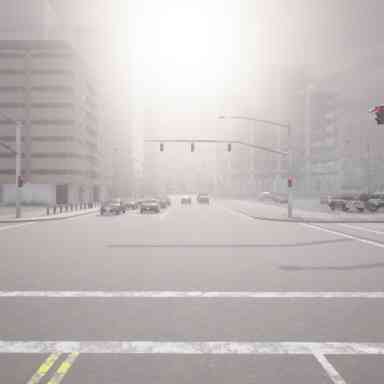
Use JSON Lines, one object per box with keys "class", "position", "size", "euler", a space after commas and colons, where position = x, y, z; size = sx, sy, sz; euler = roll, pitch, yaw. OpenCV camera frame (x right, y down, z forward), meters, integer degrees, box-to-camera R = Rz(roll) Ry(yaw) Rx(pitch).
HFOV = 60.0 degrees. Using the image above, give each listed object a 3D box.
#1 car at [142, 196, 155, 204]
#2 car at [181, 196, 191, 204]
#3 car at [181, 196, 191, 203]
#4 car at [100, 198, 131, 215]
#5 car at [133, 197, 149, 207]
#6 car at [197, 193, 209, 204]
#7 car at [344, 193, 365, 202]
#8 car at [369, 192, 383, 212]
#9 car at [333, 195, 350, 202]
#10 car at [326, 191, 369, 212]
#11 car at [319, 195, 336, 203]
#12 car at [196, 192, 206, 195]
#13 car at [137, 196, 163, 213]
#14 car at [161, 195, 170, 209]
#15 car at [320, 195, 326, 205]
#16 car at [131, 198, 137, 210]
{"class": "car", "position": [-8.241, 1.477, 63.488], "size": [1.882, 1.535, 5.008], "euler": [0, 0, 0]}
{"class": "car", "position": [-1.087, 1.491, 62.925], "size": [2.128, 1.511, 4.902], "euler": [0, 0, 0]}
{"class": "car", "position": [-1.241, 1.542, 72.660], "size": [2.033, 1.411, 5.357], "euler": [0, 0, 0]}
{"class": "car", "position": [-8.053, 1.491, 34.221], "size": [2.128, 1.511, 4.902], "euler": [0, 0, 0]}
{"class": "car", "position": [-8.205, 1.564, 53.365], "size": [1.994, 1.385, 4.181], "euler": [0, 0, -1]}
{"class": "car", "position": [2.299, 1.477, 64.641], "size": [1.882, 1.535, 5.008], "euler": [0, 0, 0]}
{"class": "car", "position": [33.379, 1.153, 68.409], "size": [1.932, 1.855, 4.605], "euler": [0, 0, 0]}
{"class": "car", "position": [19.478, 1.156, 35.725], "size": [1.905, 1.878, 3.866], "euler": [0, 0, 0]}
{"class": "car", "position": [30.696, 1.364, 68.346], "size": [1.784, 1.438, 3.905], "euler": [0, 0, 0]}
{"class": "car", "position": [16.583, 1.153, 35.766], "size": [1.932, 1.855, 4.605], "euler": [0, 0, 0]}
{"class": "car", "position": [27.801, 1.395, 68.333], "size": [1.970, 1.475, 3.806], "euler": [0, 0, 0]}
{"class": "car", "position": [2.219, 1.051, 74.446], "size": [2.150, 2.045, 5.566], "euler": [0, 0, 0]}
{"class": "car", "position": [-4.575, 1.505, 36.845], "size": [1.837, 1.490, 4.892], "euler": [0, 0, 0]}
{"class": "car", "position": [-4.647, 1.352, 45.988], "size": [2.097, 1.767, 4.553], "euler": [0, 0, -1]}
{"class": "car", "position": [22.103, 1.395, 53.205], "size": [1.970, 1.475, 3.806], "euler": [0, 0, 0]}
{"class": "car", "position": [-8.120, 1.526, 43.370], "size": [1.812, 1.442, 4.674], "euler": [0, 0, 0]}
